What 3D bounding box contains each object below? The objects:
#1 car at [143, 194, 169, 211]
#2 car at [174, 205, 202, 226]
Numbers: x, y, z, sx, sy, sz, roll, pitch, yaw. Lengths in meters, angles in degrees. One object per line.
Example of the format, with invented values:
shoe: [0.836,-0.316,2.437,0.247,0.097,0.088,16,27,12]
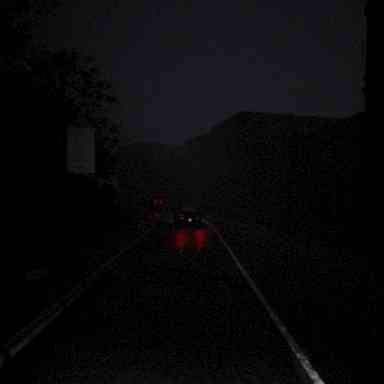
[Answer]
car: [-4.666,1.257,42.490,2.150,2.045,5.566,0,1,-22]
car: [-0.371,1.714,25.040,1.812,1.442,4.674,0,0,-6]
